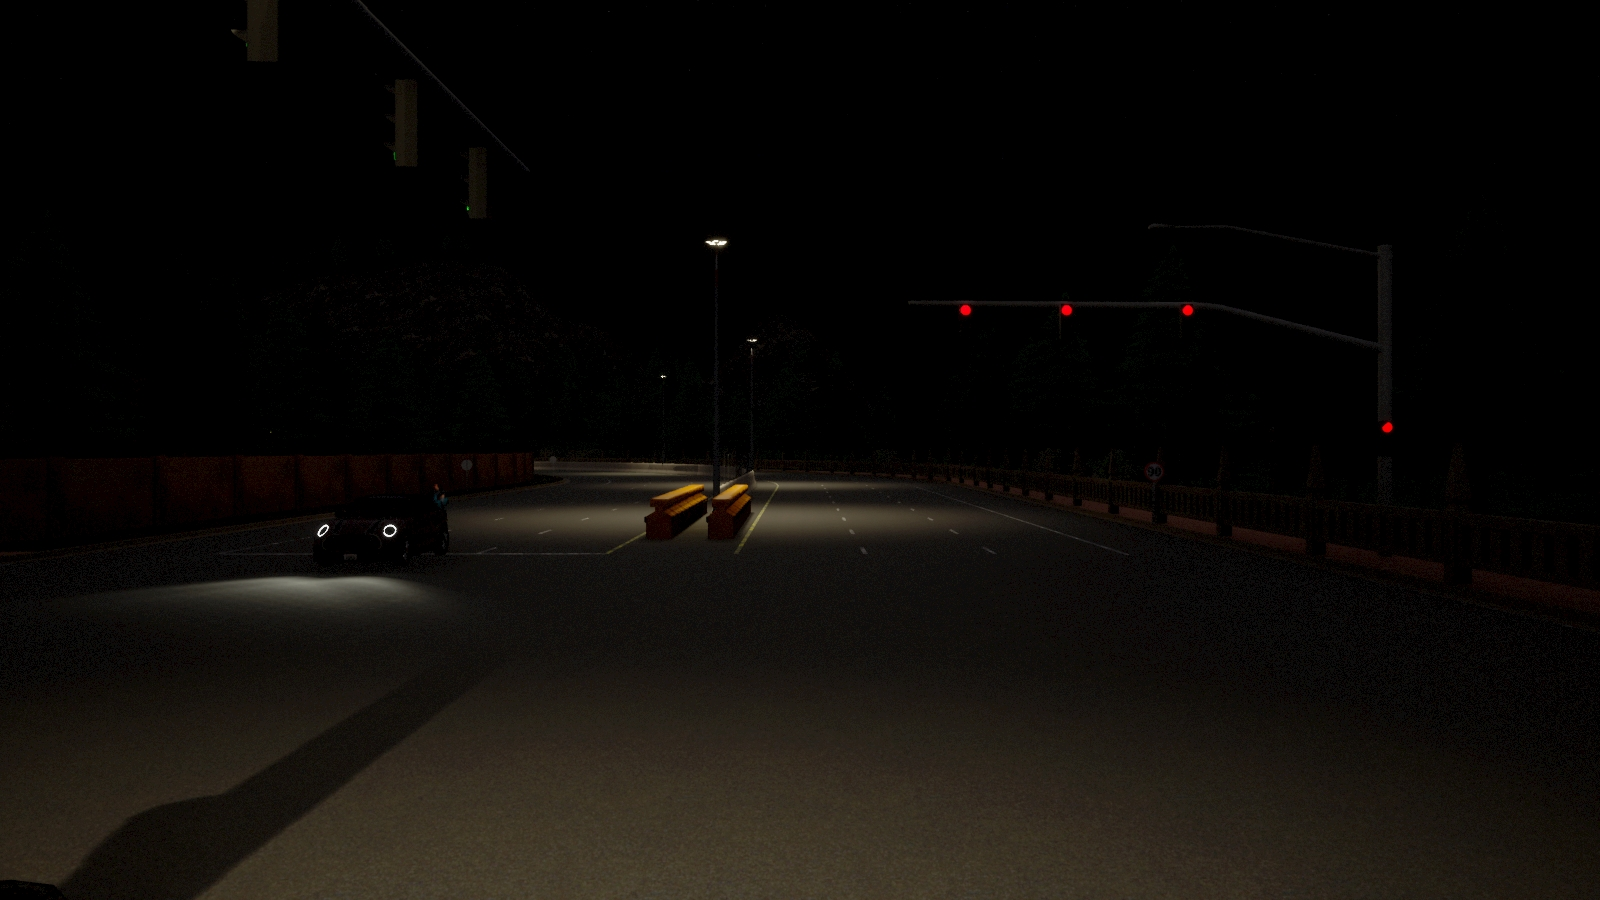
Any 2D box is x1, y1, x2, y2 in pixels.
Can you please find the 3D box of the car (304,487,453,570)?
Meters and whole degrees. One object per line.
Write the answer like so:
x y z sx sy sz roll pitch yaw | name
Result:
-10.504 1.906 28.861 2.097 1.767 4.553 0 0 0 | car
